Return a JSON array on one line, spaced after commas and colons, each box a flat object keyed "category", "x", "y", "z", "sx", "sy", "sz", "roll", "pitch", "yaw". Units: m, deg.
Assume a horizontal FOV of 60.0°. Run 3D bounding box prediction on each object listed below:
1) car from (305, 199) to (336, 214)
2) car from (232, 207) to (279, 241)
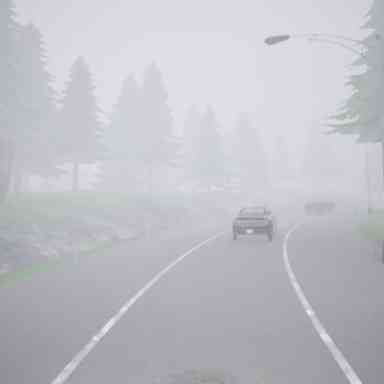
[{"category": "car", "x": 13.266, "y": 1.437, "z": 34.264, "sx": 1.882, "sy": 1.535, "sz": 5.008, "roll": -5, "pitch": -3, "yaw": 40}, {"category": "car", "x": 3.245, "y": 1.477, "z": 16.741, "sx": 2.128, "sy": 1.511, "sz": 4.902, "roll": -2, "pitch": 0, "yaw": 18}]
